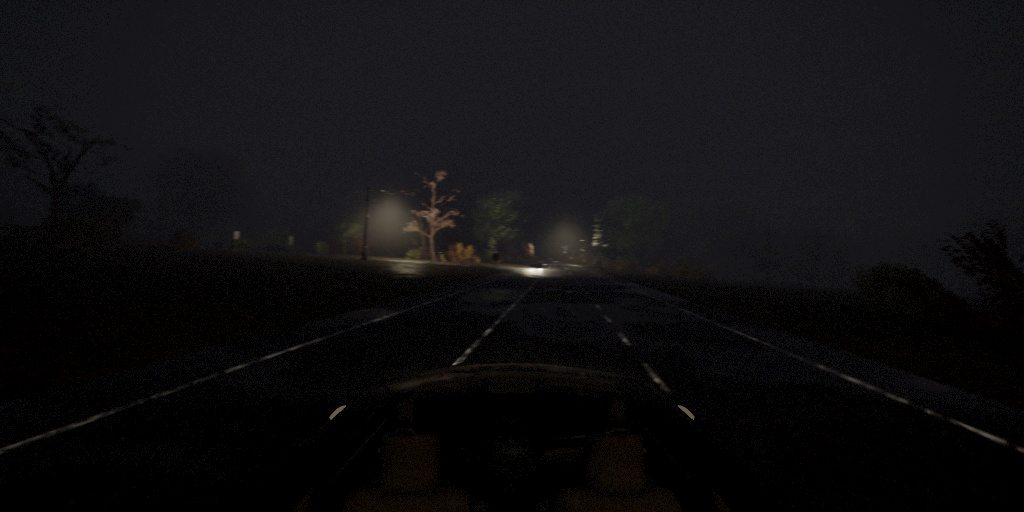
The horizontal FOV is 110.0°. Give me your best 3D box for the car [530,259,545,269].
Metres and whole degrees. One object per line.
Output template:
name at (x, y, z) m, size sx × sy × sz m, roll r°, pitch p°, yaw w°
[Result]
car at (4.169, 1.553, 60.863) m, size 1.895 × 1.301 × 4.718 m, roll 3°, pitch -2°, yaw 7°
